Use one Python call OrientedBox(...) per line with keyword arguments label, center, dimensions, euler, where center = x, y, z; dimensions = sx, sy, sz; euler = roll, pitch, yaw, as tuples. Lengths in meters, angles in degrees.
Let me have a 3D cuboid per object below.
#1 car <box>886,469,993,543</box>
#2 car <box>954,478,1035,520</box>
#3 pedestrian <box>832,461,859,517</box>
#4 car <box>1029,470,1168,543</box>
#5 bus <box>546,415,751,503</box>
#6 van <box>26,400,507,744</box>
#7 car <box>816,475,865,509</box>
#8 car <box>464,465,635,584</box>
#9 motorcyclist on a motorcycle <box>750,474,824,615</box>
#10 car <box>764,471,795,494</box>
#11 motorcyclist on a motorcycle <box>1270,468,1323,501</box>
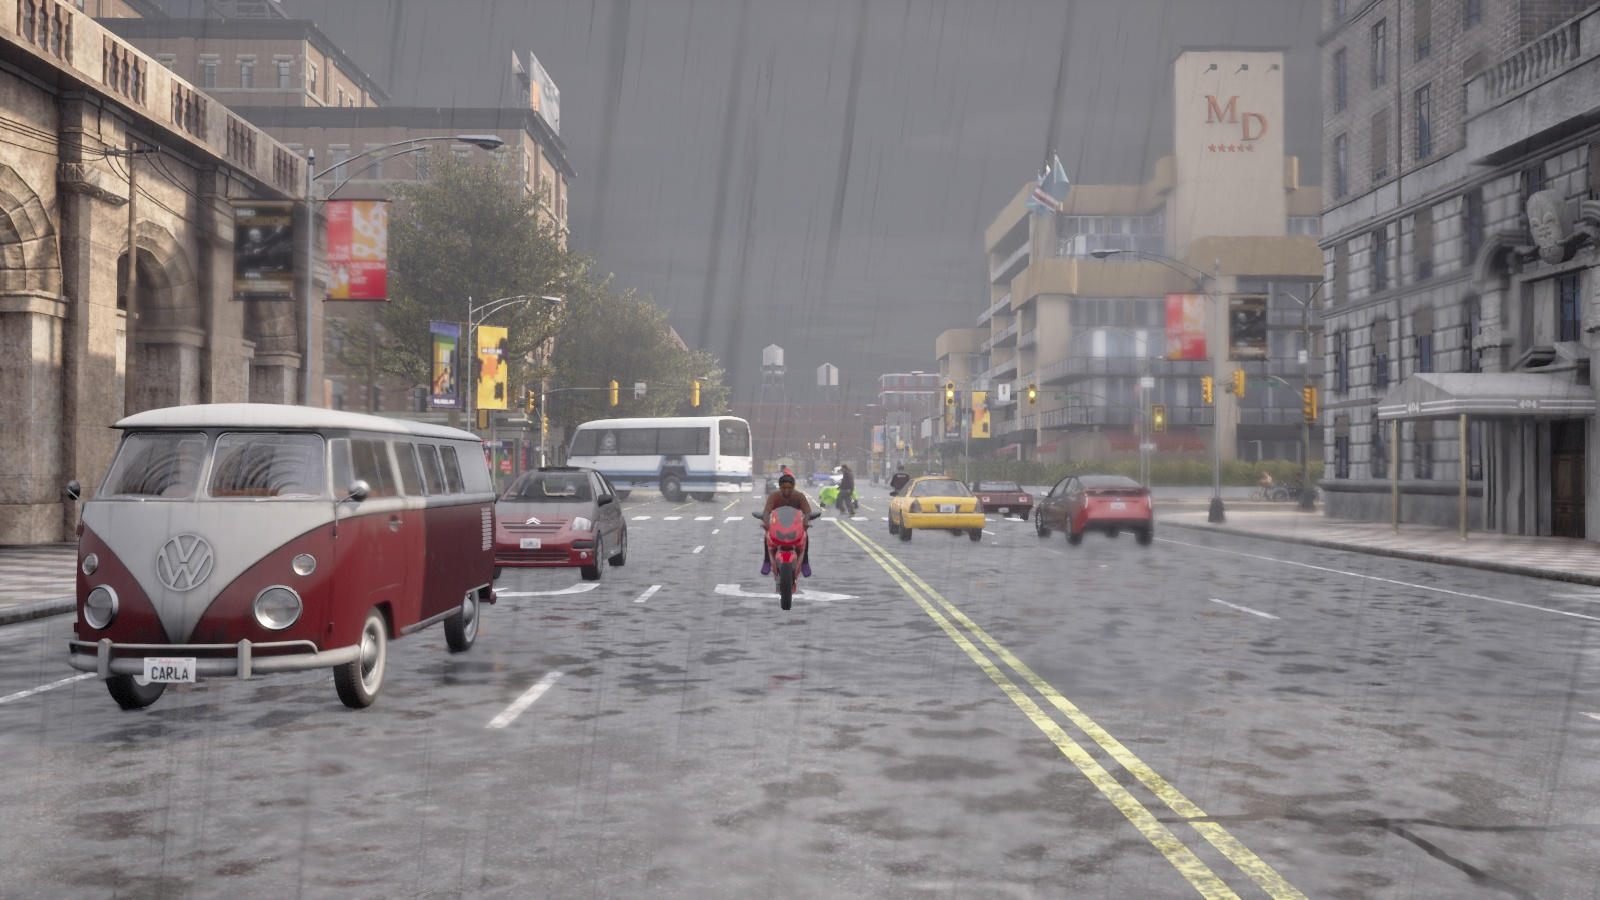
OrientedBox(label="car", center=(3.157, 1.234, 29.452), dimensions=(1.801, 1.575, 5.366), euler=(0, -1, -1))
OrientedBox(label="car", center=(6.419, 1.593, 42.014), dimensions=(1.895, 1.301, 4.718), euler=(0, -1, -1))
OrientedBox(label="pedestrian", center=(1.520, 1.298, 41.861), dimensions=(0.899, 1.844, 0.634), euler=(0, -1, 3))
OrientedBox(label="car", center=(6.674, 1.213, 28.579), dimensions=(2.007, 1.525, 4.514), euler=(0, -1, -1))
OrientedBox(label="bus", center=(-7.915, 0.559, 65.006), dimensions=(10.273, 4.253, 3.944), euler=(-1, -2, 31))
OrientedBox(label="van", center=(-3.607, 0.741, 9.502), dimensions=(1.775, 1.987, 4.442), euler=(0, -1, -1))
OrientedBox(label="car", center=(1.686, 1.754, 53.193), dimensions=(1.481, 1.376, 2.207), euler=(0, -1, -15))
OrientedBox(label="car", center=(-3.690, 1.049, 19.162), dimensions=(1.851, 1.617, 3.988), euler=(0, -1, -1))
OrientedBox(label="motorcyclist on a motorcycle", center=(-0.148, 1.042, 14.628), dimensions=(0.797, 1.523, 2.044), euler=(0, -1, 0))
OrientedBox(label="car", center=(-1.442, 2.247, 87.812), dimensions=(2.128, 1.511, 4.902), euler=(0, -1, -1))
OrientedBox(label="motorcyclist on a motorcycle", center=(24.891, 1.721, 62.998), dimensions=(2.350, 1.649, 0.766), euler=(0, -1, -1))
